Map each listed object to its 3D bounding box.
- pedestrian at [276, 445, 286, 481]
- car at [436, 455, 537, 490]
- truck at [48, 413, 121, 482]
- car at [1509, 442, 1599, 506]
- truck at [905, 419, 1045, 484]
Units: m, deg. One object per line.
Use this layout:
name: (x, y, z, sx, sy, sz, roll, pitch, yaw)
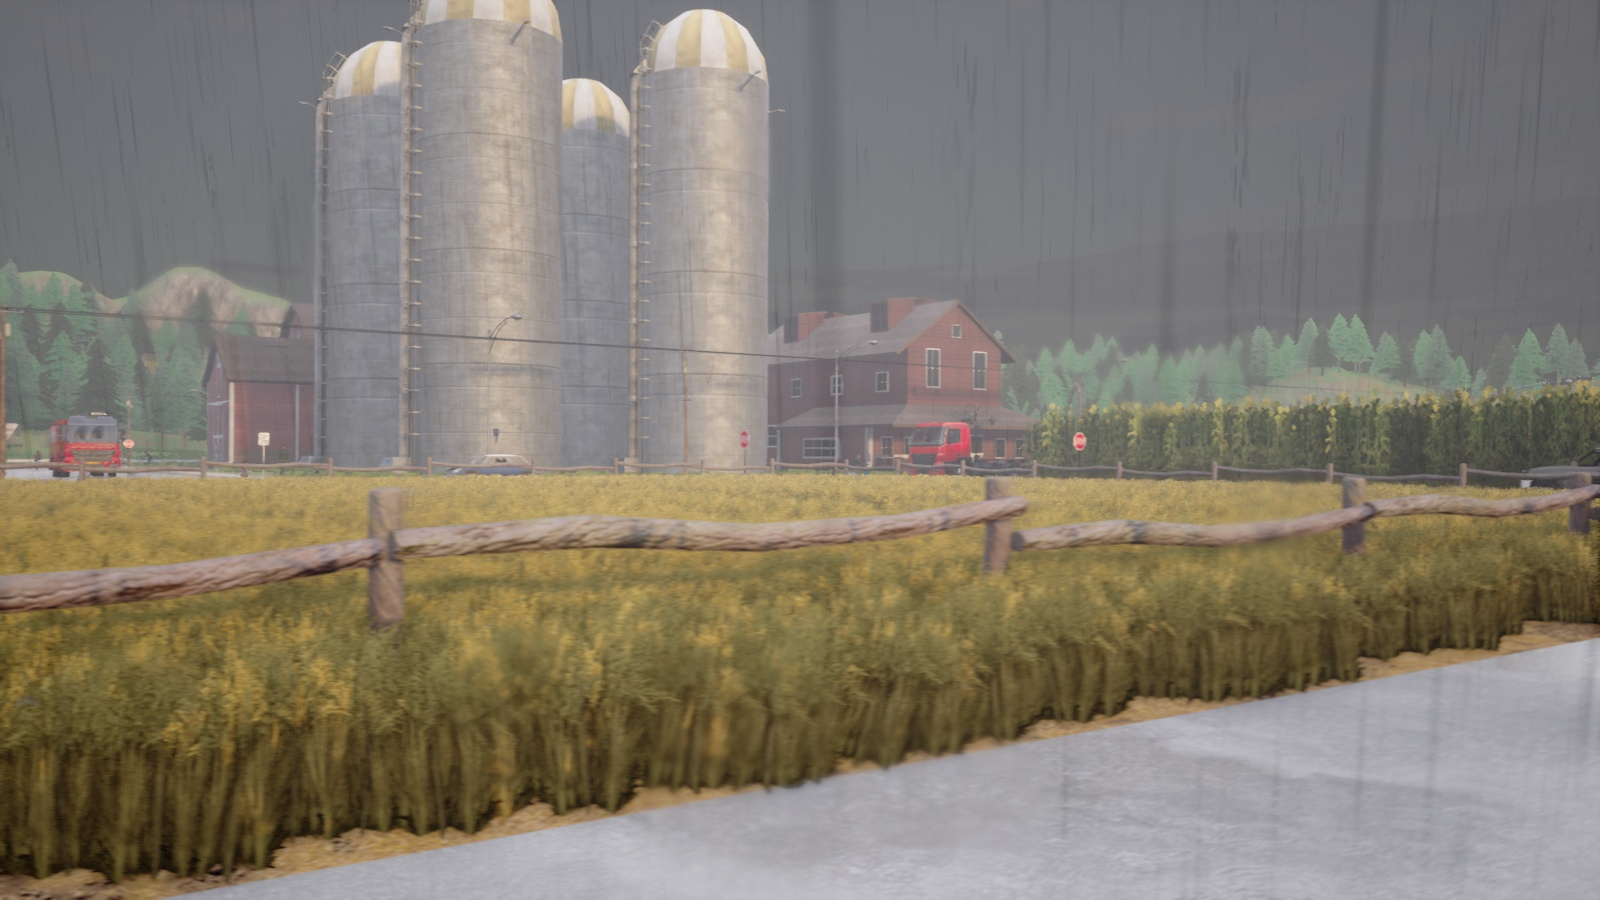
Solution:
pedestrian: (-26.671, 0.677, 64.549, 0.353, 1.847, 0.614, 0, 0, -32)
car: (-13.527, 0.950, 54.161, 3.806, 1.475, 1.970, 0, 0, -32)
truck: (-42.484, -0.110, 74.433, 2.891, 3.827, 8.468, 0, 0, -36)
car: (23.732, 0.697, 36.949, 1.932, 1.855, 4.605, 0, -1, -35)
truck: (9.866, 0.089, 70.466, 7.936, 3.462, 2.891, 0, 0, -35)
